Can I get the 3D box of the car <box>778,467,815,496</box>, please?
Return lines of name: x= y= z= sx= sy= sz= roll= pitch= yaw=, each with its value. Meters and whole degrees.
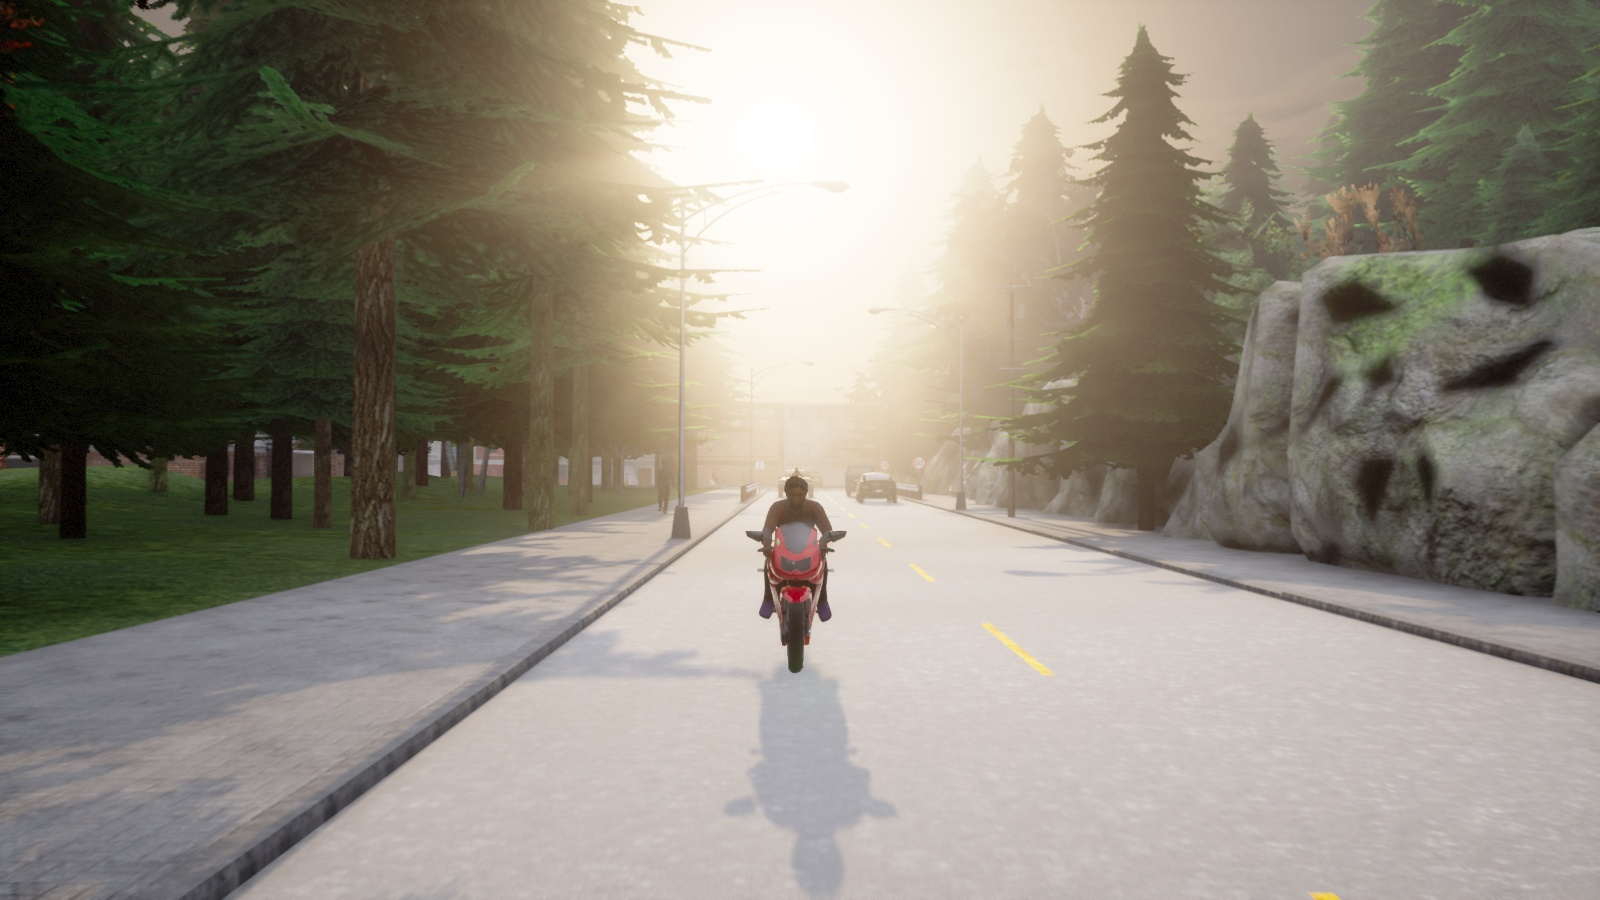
car: x=-0.231 y=1.858 z=75.544 sx=2.152 sy=1.651 sz=5.027 roll=0 pitch=-1 yaw=0

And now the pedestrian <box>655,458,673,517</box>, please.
pedestrian: x=-4.563 y=1.249 z=42.172 sx=0.423 sy=1.949 sz=0.788 roll=0 pitch=-1 yaw=8

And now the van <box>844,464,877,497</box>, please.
van: x=3.750 y=1.866 z=78.480 sx=1.775 sy=1.987 sz=4.442 roll=0 pitch=-1 yaw=0

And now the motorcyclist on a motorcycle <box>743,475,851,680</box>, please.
motorcyclist on a motorcycle: x=-0.025 y=0.971 z=10.388 sx=0.797 sy=1.523 sz=2.044 roll=0 pitch=-1 yaw=0

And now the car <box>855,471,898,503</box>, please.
car: x=3.843 y=1.843 z=63.704 sx=1.882 sy=1.535 sz=5.008 roll=0 pitch=-1 yaw=0
